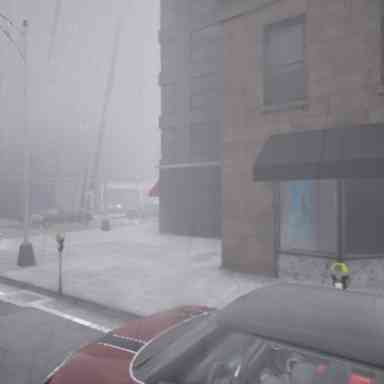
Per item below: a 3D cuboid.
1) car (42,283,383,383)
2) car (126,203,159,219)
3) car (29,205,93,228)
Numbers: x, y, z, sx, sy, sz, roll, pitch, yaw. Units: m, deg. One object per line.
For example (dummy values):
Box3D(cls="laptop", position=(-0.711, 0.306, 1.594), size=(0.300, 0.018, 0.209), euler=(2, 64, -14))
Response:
Box3D(cls="car", position=(0.657, 1.446, 2.378), size=(4.097, 1.590, 1.967), euler=(-1, 0, 36))
Box3D(cls="car", position=(-4.207, 1.741, 31.166), size=(1.994, 1.385, 4.181), euler=(-1, 0, 35))
Box3D(cls="car", position=(-9.327, 1.701, 23.887), size=(1.812, 1.442, 4.674), euler=(-1, 0, 37))
